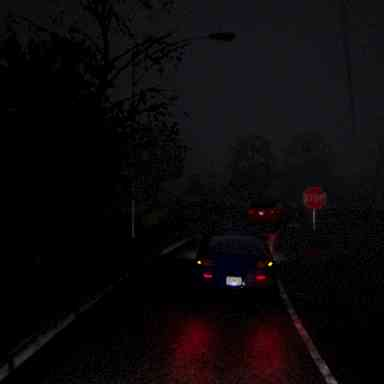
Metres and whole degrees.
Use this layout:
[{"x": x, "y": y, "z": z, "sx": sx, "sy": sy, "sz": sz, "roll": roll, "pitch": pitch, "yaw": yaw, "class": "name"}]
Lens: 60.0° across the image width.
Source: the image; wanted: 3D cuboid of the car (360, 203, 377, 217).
[{"x": 22.866, "y": 2.781, "z": 46.864, "sx": 2.163, "sy": 1.488, "sz": 4.792, "roll": 2, "pitch": -1, "yaw": -18, "class": "car"}]

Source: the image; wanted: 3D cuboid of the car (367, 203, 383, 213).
[{"x": 37.110, "y": 3.212, "z": 65.404, "sx": 2.185, "sy": 1.767, "sz": 4.553, "roll": 1, "pitch": 0, "yaw": -18, "class": "car"}]

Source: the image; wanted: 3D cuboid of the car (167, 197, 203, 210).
[{"x": -0.912, "y": 1.357, "z": 39.012, "sx": 2.163, "sy": 1.488, "sz": 4.792, "roll": 4, "pitch": -1, "yaw": -18, "class": "car"}]

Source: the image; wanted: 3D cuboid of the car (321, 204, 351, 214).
[{"x": 26.581, "y": 3.037, "z": 61.700, "sx": 1.946, "sy": 1.575, "sz": 5.366, "roll": 2, "pitch": -1, "yaw": -18, "class": "car"}]

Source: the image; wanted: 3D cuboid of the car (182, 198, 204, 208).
[{"x": 0.070, "y": 1.712, "z": 53.144, "sx": 2.002, "sy": 1.452, "sz": 4.674, "roll": 4, "pitch": -1, "yaw": -18, "class": "car"}]

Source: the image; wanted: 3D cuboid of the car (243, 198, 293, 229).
[{"x": 5.768, "y": 1.556, "z": 24.722, "sx": 2.150, "sy": 2.045, "sz": 5.566, "roll": 0, "pitch": -1, "yaw": 25, "class": "car"}]

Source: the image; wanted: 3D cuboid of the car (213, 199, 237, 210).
[{"x": 5.421, "y": 2.028, "z": 55.104, "sx": 1.946, "sy": 1.575, "sz": 5.366, "roll": 4, "pitch": -1, "yaw": -18, "class": "car"}]

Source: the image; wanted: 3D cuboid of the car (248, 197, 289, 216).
[{"x": 9.645, "y": 1.801, "z": 42.558, "sx": 2.435, "sy": 2.045, "sz": 5.566, "roll": 4, "pitch": -1, "yaw": -18, "class": "car"}]

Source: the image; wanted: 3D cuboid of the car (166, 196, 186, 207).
[{"x": -2.569, "y": 1.524, "z": 52.273, "sx": 2.002, "sy": 1.452, "sz": 4.674, "roll": 4, "pitch": -1, "yaw": -18, "class": "car"}]

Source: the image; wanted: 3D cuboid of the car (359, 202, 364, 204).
[{"x": 29.169, "y": 3.126, "z": 62.756, "sx": 2.097, "sy": 1.535, "sz": 5.008, "roll": 2, "pitch": 0, "yaw": -18, "class": "car"}]

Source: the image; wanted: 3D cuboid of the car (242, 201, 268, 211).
[{"x": 10.655, "y": 2.367, "z": 56.606, "sx": 2.163, "sy": 1.488, "sz": 4.792, "roll": 3, "pitch": -1, "yaw": -18, "class": "car"}]

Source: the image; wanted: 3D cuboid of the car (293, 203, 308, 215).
[{"x": 12.286, "y": 2.214, "z": 43.394, "sx": 2.231, "sy": 1.521, "sz": 4.892, "roll": 3, "pitch": -1, "yaw": -18, "class": "car"}]

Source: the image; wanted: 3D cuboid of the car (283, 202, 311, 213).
[{"x": 18.711, "y": 2.734, "z": 59.290, "sx": 2.231, "sy": 1.521, "sz": 4.892, "roll": 3, "pitch": -1, "yaw": -18, "class": "car"}]

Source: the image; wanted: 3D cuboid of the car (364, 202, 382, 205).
[{"x": 28.143, "y": 2.843, "z": 48.669, "sx": 2.185, "sy": 1.767, "sz": 4.553, "roll": 2, "pitch": -1, "yaw": -18, "class": "car"}]

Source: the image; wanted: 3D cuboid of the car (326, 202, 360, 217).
[{"x": 20.229, "y": 2.506, "z": 45.990, "sx": 2.185, "sy": 1.767, "sz": 4.553, "roll": 3, "pitch": -1, "yaw": -18, "class": "car"}]

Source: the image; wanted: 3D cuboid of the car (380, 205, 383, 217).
[{"x": 30.781, "y": 2.937, "z": 49.540, "sx": 2.185, "sy": 1.767, "sz": 4.553, "roll": 2, "pitch": -1, "yaw": -18, "class": "car"}]

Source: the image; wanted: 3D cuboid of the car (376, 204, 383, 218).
[{"x": 25.493, "y": 2.894, "z": 47.792, "sx": 2.163, "sy": 1.488, "sz": 4.792, "roll": 2, "pitch": -1, "yaw": -18, "class": "car"}]

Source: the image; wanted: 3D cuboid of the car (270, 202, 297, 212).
[{"x": 15.942, "y": 2.606, "z": 58.377, "sx": 2.097, "sy": 1.535, "sz": 5.008, "roll": 3, "pitch": -1, "yaw": -18, "class": "car"}]

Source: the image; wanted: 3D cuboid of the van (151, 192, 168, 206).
[{"x": -5.044, "y": 1.081, "z": 51.319, "sx": 1.878, "sy": 1.987, "sz": 4.442, "roll": 4, "pitch": 0, "yaw": -18, "class": "van"}]

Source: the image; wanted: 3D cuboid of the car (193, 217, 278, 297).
[{"x": 1.113, "y": 1.600, "z": 8.770, "sx": 1.812, "sy": 1.442, "sz": 4.674, "roll": 0, "pitch": -1, "yaw": 7, "class": "car"}]

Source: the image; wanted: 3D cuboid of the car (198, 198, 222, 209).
[{"x": 2.822, "y": 1.890, "z": 54.080, "sx": 2.163, "sy": 1.488, "sz": 4.792, "roll": 4, "pitch": -1, "yaw": -18, "class": "car"}]

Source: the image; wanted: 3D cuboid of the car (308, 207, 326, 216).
[{"x": 14.926, "y": 2.393, "z": 44.242, "sx": 2.163, "sy": 1.488, "sz": 4.792, "roll": 3, "pitch": -1, "yaw": -18, "class": "car"}]

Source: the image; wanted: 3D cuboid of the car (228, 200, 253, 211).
[{"x": 8.071, "y": 2.190, "z": 55.979, "sx": 1.946, "sy": 1.575, "sz": 5.366, "roll": 4, "pitch": -1, "yaw": -18, "class": "car"}]

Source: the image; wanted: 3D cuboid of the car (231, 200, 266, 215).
[{"x": 6.993, "y": 1.881, "z": 41.647, "sx": 2.097, "sy": 1.535, "sz": 5.008, "roll": 4, "pitch": -1, "yaw": -18, "class": "car"}]

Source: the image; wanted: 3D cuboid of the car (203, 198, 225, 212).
[{"x": 1.707, "y": 1.544, "z": 39.938, "sx": 2.163, "sy": 1.488, "sz": 4.792, "roll": 4, "pitch": -1, "yaw": -18, "class": "car"}]

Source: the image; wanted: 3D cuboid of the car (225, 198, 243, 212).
[{"x": 4.356, "y": 1.576, "z": 40.815, "sx": 2.185, "sy": 1.767, "sz": 4.553, "roll": 4, "pitch": -1, "yaw": -18, "class": "car"}]
